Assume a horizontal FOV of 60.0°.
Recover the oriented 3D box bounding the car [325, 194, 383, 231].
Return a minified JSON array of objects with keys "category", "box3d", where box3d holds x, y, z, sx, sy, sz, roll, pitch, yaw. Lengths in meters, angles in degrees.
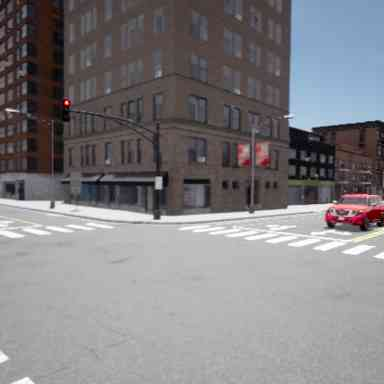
[{"category":"car","box3d":[10.277,1.166,20.624,2.150,2.045,5.566,2,1,44]}]
